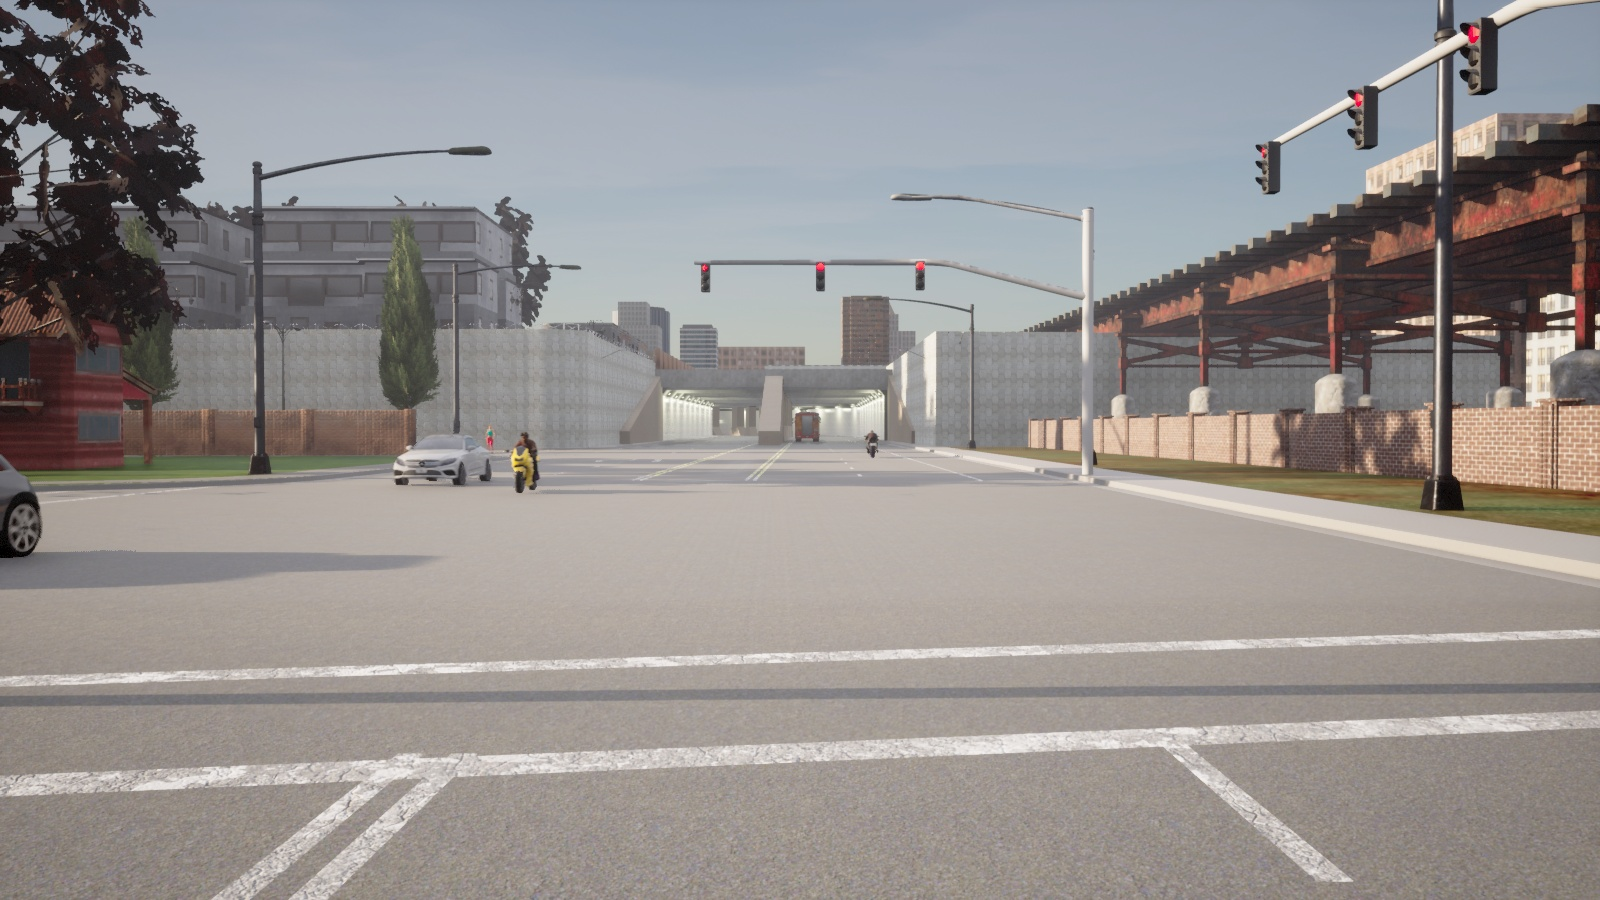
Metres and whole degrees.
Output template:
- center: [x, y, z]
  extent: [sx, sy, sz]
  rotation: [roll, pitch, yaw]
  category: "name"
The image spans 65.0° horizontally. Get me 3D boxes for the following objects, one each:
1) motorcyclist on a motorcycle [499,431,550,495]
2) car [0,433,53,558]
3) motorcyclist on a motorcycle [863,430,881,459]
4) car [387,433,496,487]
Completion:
- center: [-6.810, 0.293, 31.105]
  extent: [0.797, 1.523, 2.044]
  rotation: [0, 1, 0]
  category: "motorcyclist on a motorcycle"
- center: [-10.407, 0.549, 13.922]
  extent: [1.970, 1.475, 3.806]
  rotation: [0, 1, 0]
  category: "car"
- center: [3.897, -0.299, 68.031]
  extent: [0.866, 1.530, 2.191]
  rotation: [0, 1, 0]
  category: "motorcyclist on a motorcycle"
- center: [-10.281, 0.244, 36.378]
  extent: [1.812, 1.442, 4.674]
  rotation: [0, 1, 0]
  category: "car"
